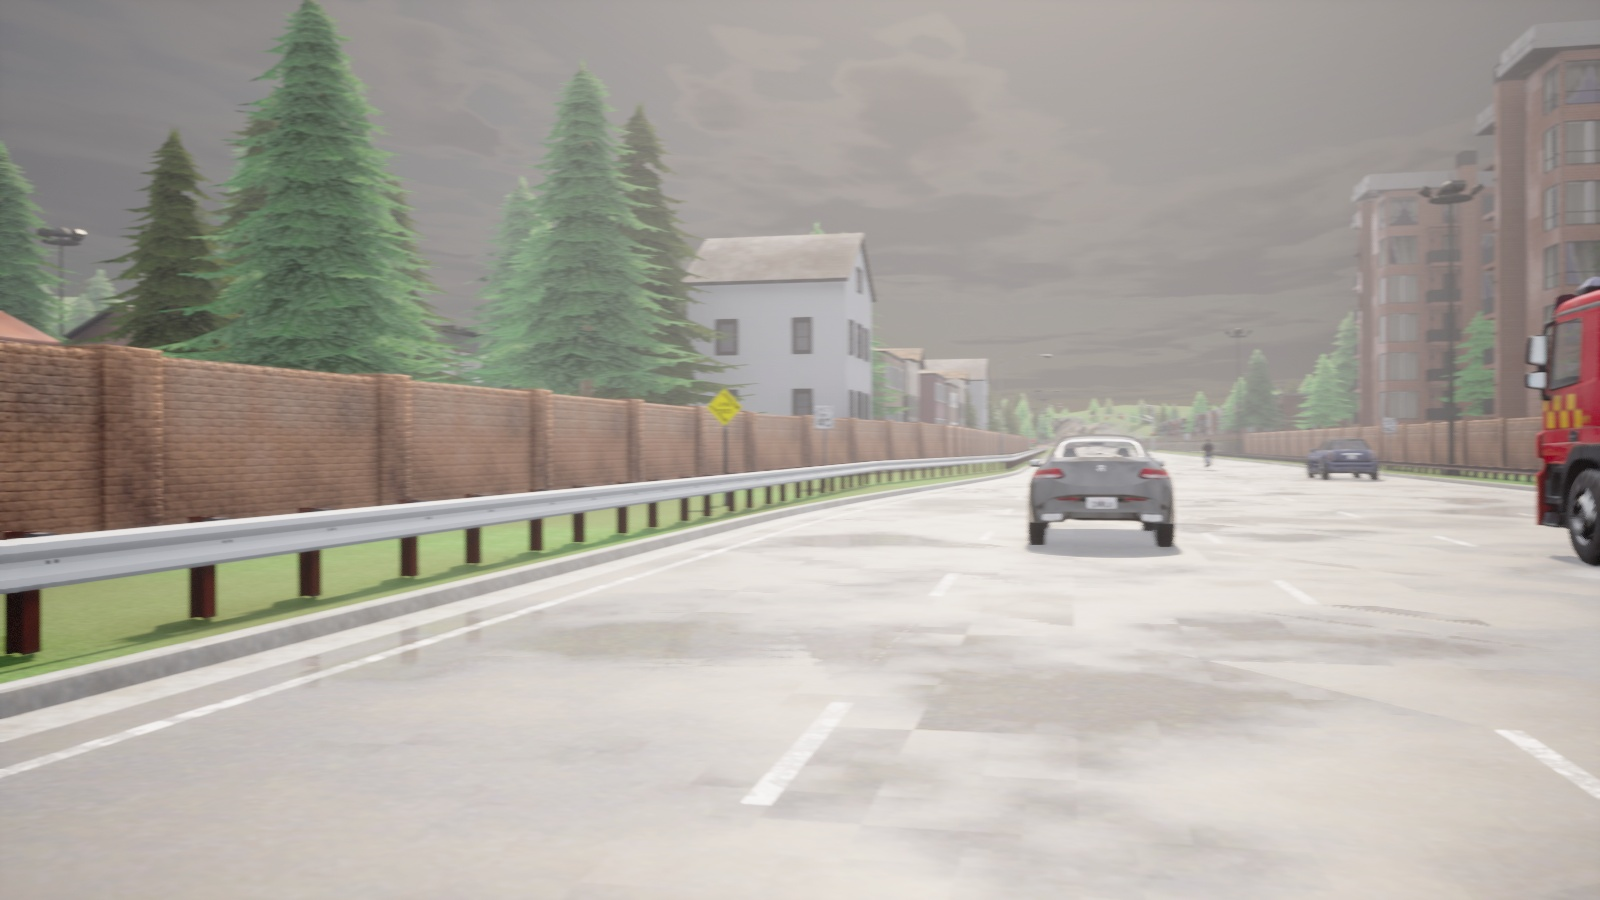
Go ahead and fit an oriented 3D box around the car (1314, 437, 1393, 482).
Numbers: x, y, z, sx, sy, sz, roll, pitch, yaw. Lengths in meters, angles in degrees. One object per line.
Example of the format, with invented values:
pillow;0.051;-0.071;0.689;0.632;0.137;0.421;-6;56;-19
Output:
car;22.604;0.350;51.440;2.097;1.767;4.553;0;0;12

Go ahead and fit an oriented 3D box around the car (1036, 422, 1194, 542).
car;4.944;0.432;20.081;2.152;1.651;5.027;0;0;12

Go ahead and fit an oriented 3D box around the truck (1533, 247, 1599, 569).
truck;10.466;-0.488;12.614;2.891;3.827;8.468;0;0;12
